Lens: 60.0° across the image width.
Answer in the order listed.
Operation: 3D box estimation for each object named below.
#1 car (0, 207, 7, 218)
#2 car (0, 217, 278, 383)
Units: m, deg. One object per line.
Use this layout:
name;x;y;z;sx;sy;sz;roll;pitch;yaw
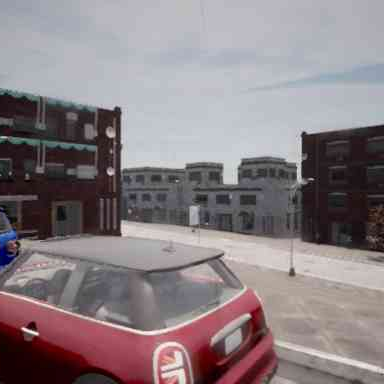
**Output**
car;-6.023;1.258;7.341;5.566;2.045;2.435;0;0;34
car;-1.371;1.357;4.204;4.553;1.767;2.185;0;0;35
